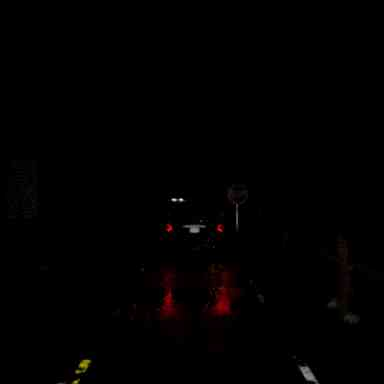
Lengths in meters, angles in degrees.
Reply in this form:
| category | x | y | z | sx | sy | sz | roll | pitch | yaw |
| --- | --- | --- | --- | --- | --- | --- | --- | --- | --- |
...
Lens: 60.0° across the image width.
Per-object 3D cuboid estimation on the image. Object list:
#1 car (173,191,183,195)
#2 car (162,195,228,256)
| category | x | y | z | sx | sy | sz | roll | pitch | yaw |
| --- | --- | --- | --- | --- | --- | --- | --- | --- | --- |
| car | -2.509 | 0.572 | 61.363 | 2.033 | 1.411 | 5.357 | 0 | 1 | 1 |
| car | 0.131 | 1.161 | 12.356 | 2.097 | 1.767 | 4.553 | 0 | 1 | 1 |
